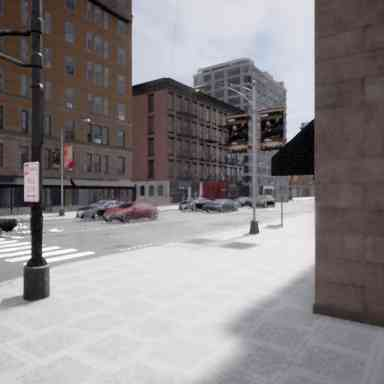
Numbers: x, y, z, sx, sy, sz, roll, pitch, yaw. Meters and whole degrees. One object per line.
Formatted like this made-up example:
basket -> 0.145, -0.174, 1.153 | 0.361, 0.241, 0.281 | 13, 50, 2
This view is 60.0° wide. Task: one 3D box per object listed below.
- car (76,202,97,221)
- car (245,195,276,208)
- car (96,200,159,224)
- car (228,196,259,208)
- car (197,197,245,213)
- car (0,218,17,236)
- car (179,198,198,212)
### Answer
car -> -6.869, 1.424, 26.507 | 2.128, 1.511, 4.902 | 0, 0, 35
car -> 9.292, 1.178, 43.748 | 2.097, 1.767, 4.553 | 0, 0, 36
car -> -4.366, 1.452, 24.418 | 1.812, 1.442, 4.674 | 0, 0, 35
car -> 7.219, 1.375, 46.442 | 2.033, 1.411, 5.357 | 0, 0, 36
car -> 3.170, 1.418, 35.115 | 2.033, 1.411, 5.357 | 0, 0, 35
car -> -10.833, 1.577, 15.235 | 1.895, 1.301, 4.718 | 0, 0, 35
car -> 0.466, 1.370, 36.915 | 2.128, 1.511, 4.902 | 0, 0, 35
